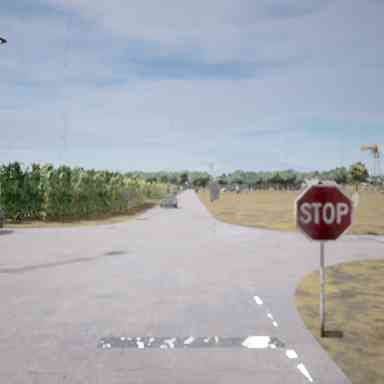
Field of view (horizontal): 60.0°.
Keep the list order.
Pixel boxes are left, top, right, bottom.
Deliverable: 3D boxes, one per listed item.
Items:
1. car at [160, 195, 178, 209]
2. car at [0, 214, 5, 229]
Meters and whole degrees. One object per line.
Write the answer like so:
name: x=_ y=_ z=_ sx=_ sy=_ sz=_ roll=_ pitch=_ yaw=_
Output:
car: x=-2.839 y=1.132 z=41.666 sx=2.097 sy=1.767 sz=4.553 roll=0 pitch=0 yaw=0
car: x=-11.711 y=1.354 z=16.592 sx=4.181 sy=1.385 sz=1.994 roll=1 pitch=0 yaw=0
